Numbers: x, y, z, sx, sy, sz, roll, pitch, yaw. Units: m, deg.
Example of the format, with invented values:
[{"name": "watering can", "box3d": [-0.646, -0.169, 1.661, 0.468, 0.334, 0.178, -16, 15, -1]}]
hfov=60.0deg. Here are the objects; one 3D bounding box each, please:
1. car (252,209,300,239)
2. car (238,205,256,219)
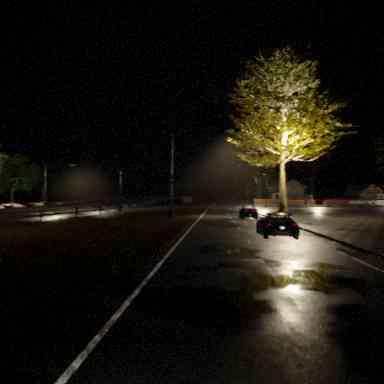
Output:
[{"name": "car", "box3d": [4.972, 1.919, 19.698, 1.994, 1.385, 4.181, 1, -1, 4]}, {"name": "car", "box3d": [6.248, 2.233, 37.040, 2.128, 1.511, 4.902, 1, -1, 4]}]
